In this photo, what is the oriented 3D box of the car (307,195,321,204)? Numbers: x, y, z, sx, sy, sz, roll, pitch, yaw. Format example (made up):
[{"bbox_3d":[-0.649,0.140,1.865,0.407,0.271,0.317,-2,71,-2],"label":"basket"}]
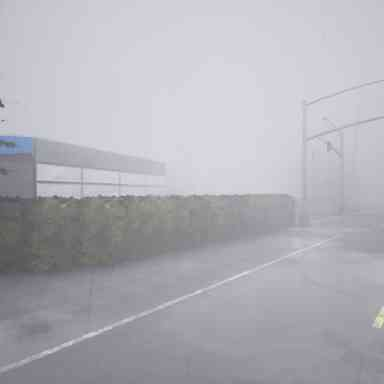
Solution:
[{"bbox_3d":[22.179,1.384,61.143,1.970,1.475,3.806,0,0,38],"label":"car"}]

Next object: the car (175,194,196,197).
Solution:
[{"bbox_3d":[-1.875,1.298,66.108,2.007,1.523,4.514,0,0,38],"label":"car"}]

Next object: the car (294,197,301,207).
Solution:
[{"bbox_3d":[13.036,1.340,44.656,2.007,1.523,4.514,0,0,38],"label":"car"}]

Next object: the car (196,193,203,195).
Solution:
[{"bbox_3d":[1.971,1.154,86.094,2.152,1.636,5.027,0,0,38],"label":"car"}]

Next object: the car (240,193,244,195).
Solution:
[{"bbox_3d":[12.034,1.077,78.193,1.905,1.878,3.866,0,0,38],"label":"car"}]

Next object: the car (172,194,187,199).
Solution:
[{"bbox_3d":[-3.277,1.232,89.803,1.970,1.475,3.806,0,0,38],"label":"car"}]

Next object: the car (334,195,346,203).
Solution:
[{"bbox_3d":[29.106,1.374,65.139,1.845,1.501,3.633,0,0,38],"label":"car"}]
